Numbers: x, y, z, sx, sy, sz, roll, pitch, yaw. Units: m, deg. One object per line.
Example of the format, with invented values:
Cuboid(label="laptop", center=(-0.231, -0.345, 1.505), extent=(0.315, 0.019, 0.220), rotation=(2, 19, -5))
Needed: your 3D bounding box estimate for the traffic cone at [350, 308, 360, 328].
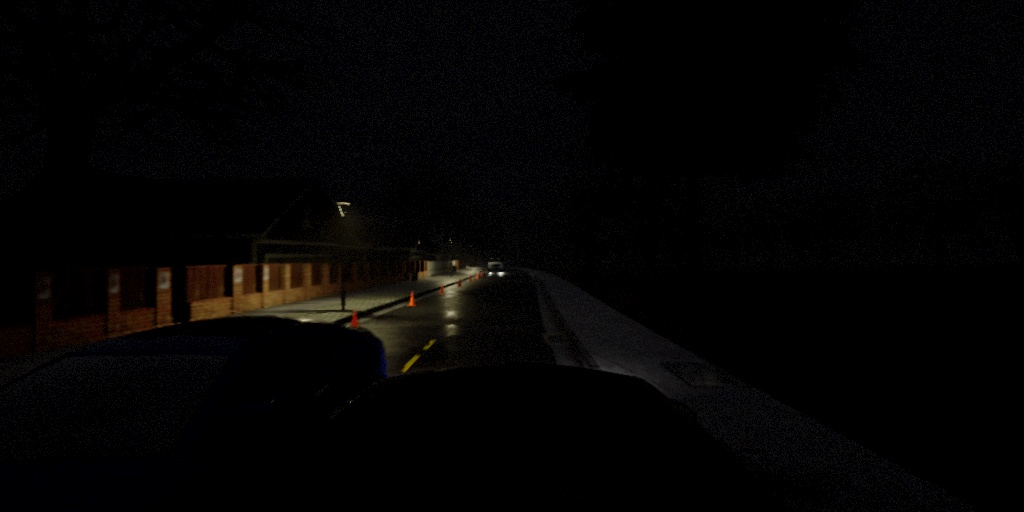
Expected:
Cuboid(label="traffic cone", center=(-4.317, 1.730, 9.832), extent=(0.340, 0.580, 0.340), rotation=(0, 0, 2))

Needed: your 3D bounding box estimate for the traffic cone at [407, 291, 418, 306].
Cuboid(label="traffic cone", center=(-4.135, 1.753, 14.870), extent=(0.340, 0.580, 0.340), rotation=(0, 0, 3))

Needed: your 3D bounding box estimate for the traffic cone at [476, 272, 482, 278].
Cuboid(label="traffic cone", center=(-3.347, 1.883, 34.772), extent=(0.340, 0.580, 0.340), rotation=(0, 0, 1))

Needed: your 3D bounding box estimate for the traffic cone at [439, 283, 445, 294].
Cuboid(label="traffic cone", center=(-3.871, 1.778, 19.898), extent=(0.340, 0.580, 0.340), rotation=(0, 0, 3))

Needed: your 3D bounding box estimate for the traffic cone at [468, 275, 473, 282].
Cuboid(label="traffic cone", center=(-3.443, 1.844, 29.811), extent=(0.340, 0.580, 0.340), rotation=(0, 0, 2))

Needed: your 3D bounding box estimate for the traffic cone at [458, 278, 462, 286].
Cuboid(label="traffic cone", center=(-3.618, 1.809, 24.853), extent=(0.340, 0.580, 0.340), rotation=(0, 0, 2))

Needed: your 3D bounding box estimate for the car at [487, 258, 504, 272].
Cuboid(label="car", center=(-2.538, 1.339, 54.196), extent=(2.150, 2.045, 5.566), rotation=(0, -1, -6))

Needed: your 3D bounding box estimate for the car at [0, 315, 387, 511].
Cuboid(label="car", center=(-2.424, 1.274, 2.675), extent=(1.812, 1.442, 4.674), rotation=(0, 0, 0))
